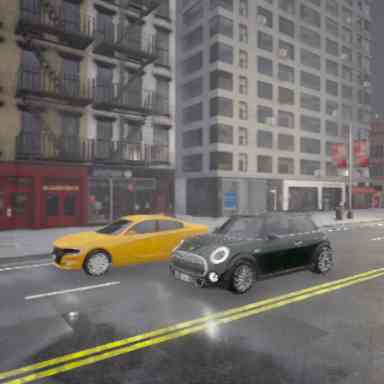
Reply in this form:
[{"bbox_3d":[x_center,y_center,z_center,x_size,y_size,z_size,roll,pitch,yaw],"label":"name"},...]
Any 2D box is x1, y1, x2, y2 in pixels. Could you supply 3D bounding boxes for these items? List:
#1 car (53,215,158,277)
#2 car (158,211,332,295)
[{"bbox_3d":[-1.691,1.474,10.456,5.008,1.535,1.882,0,0,-35],"label":"car"},{"bbox_3d":[1.668,1.347,8.856,4.553,1.767,2.097,0,0,-35],"label":"car"}]
